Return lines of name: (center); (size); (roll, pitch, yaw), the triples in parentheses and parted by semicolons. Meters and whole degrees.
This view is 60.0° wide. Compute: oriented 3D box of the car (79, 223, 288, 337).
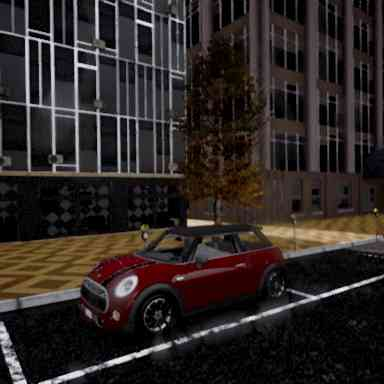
car: (-0.050, 1.419, 6.534); (4.097, 1.590, 1.967); (0, 0, -35)

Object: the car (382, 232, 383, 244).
car: (9.205, 1.463, 13.135); (4.403, 1.369, 2.008); (0, 0, -35)
